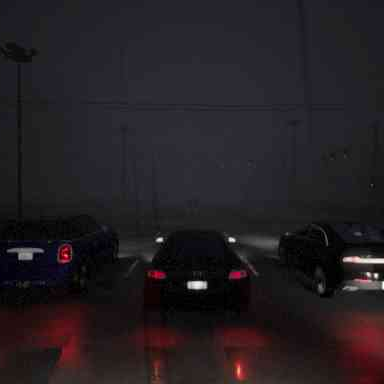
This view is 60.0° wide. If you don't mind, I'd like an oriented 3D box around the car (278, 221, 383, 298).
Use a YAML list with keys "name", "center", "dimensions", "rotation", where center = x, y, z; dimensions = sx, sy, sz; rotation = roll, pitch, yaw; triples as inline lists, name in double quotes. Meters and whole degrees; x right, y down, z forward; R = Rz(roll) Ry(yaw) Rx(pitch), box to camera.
- name: "car"
  center: [3.594, 1.471, 8.457]
  dimensions: [2.128, 1.511, 4.902]
  rotation: [0, 0, 0]

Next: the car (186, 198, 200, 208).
- name: "car"
  center: [0.075, 1.490, 46.419]
  dimensions: [1.895, 1.301, 4.718]
  rotation: [0, 0, 0]

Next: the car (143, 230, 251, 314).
- name: "car"
  center: [0.091, 1.545, 7.646]
  dimensions: [1.994, 1.385, 4.181]
  rotation: [0, 0, 0]

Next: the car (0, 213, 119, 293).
- name: "car"
  center: [-3.407, 1.330, 8.938]
  dimensions: [2.097, 1.767, 4.553]
  rotation: [0, 0, 0]
